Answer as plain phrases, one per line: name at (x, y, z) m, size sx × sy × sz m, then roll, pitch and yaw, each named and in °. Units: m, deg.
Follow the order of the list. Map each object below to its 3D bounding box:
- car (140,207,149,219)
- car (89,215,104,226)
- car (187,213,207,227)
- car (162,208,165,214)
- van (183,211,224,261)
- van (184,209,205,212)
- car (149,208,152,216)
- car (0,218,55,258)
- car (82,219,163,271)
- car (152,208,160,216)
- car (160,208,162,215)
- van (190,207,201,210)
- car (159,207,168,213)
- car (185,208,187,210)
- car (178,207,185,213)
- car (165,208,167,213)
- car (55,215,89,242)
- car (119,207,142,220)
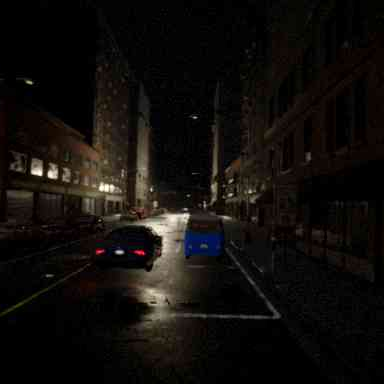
car at (-7.945, 3.057, 47.675) m, size 2.192 × 1.841 × 5.009 m, roll 2°, pitch -2°, yaw 0°
car at (-8.020, 2.421, 25.710) m, size 1.802 × 1.307 × 4.206 m, roll 2°, pitch -2°, yaw 0°
car at (0.542, 3.049, 36.674) m, size 2.008 × 1.369 × 4.403 m, roll 2°, pitch -2°, yaw 0°
car at (-7.871, 4.441, 75.106) m, size 2.008 × 1.369 × 4.403 m, roll 2°, pitch -2°, yaw 0°
van at (0.485, 1.940, 14.734) m, size 1.690 × 1.788 × 3.998 m, roll 2°, pitch -2°, yaw 0°
van at (0.502, 2.165, 20.221) m, size 1.690 × 1.788 × 3.998 m, roll 2°, pitch -2°, yaw 0°
car at (-7.937, 3.552, 53.152) m, size 1.802 × 1.307 × 4.206 m, roll 2°, pitch -2°, yaw 0°
car at (-8.052, 1.909, 14.566) m, size 1.752 × 1.417 × 4.829 m, roll 2°, pitch -2°, yaw 0°
car at (-2.212, 1.996, 12.660) m, size 2.033 × 1.411 × 5.357 m, roll 1°, pitch -2°, yaw 0°
car at (-7.900, 3.868, 64.134) m, size 1.967 × 1.590 × 4.097 m, roll 2°, pitch -2°, yaw 0°
car at (-7.887, 4.177, 69.449) m, size 1.752 × 1.417 × 4.829 m, roll 2°, pitch -2°, yaw 0°
van at (0.533, 2.614, 31.195) m, size 1.690 × 1.788 × 3.998 m, roll 2°, pitch -2°, yaw 0°
car at (-7.818, 5.029, 91.575) m, size 1.967 × 1.590 × 4.097 m, roll 2°, pitch -2°, yaw 0°
car at (0.582, 3.266, 47.657) m, size 2.192 × 1.841 × 5.009 m, roll 2°, pitch -2°, yaw 0°
car at (-1.974, 5.042, 89.569) m, size 2.033 × 1.411 × 5.357 m, roll 1°, pitch -2°, yaw 0°
car at (-7.851, 4.563, 80.598) m, size 1.967 × 1.590 × 4.097 m, roll 2°, pitch -2°, yaw 0°
car at (-8.037, 2.196, 20.222) m, size 1.802 × 1.307 × 4.206 m, roll 2°, pitch -2°, yaw 0°
car at (-7.969, 3.034, 42.008) m, size 1.752 × 1.417 × 4.829 m, roll 2°, pitch -2°, yaw 0°
